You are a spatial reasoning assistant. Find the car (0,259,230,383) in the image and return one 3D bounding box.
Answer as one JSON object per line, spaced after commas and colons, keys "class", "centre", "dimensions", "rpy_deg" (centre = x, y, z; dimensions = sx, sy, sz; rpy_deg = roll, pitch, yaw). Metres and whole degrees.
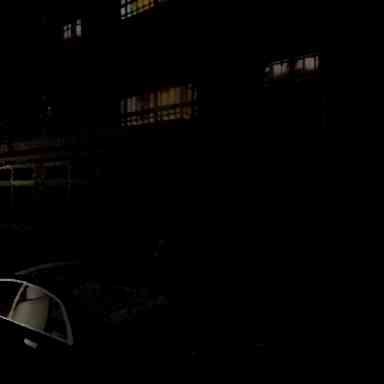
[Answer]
{"class": "car", "centre": [-1.666, 1.524, 4.068], "dimensions": [4.403, 1.369, 2.008], "rpy_deg": [1, 0, 36]}
